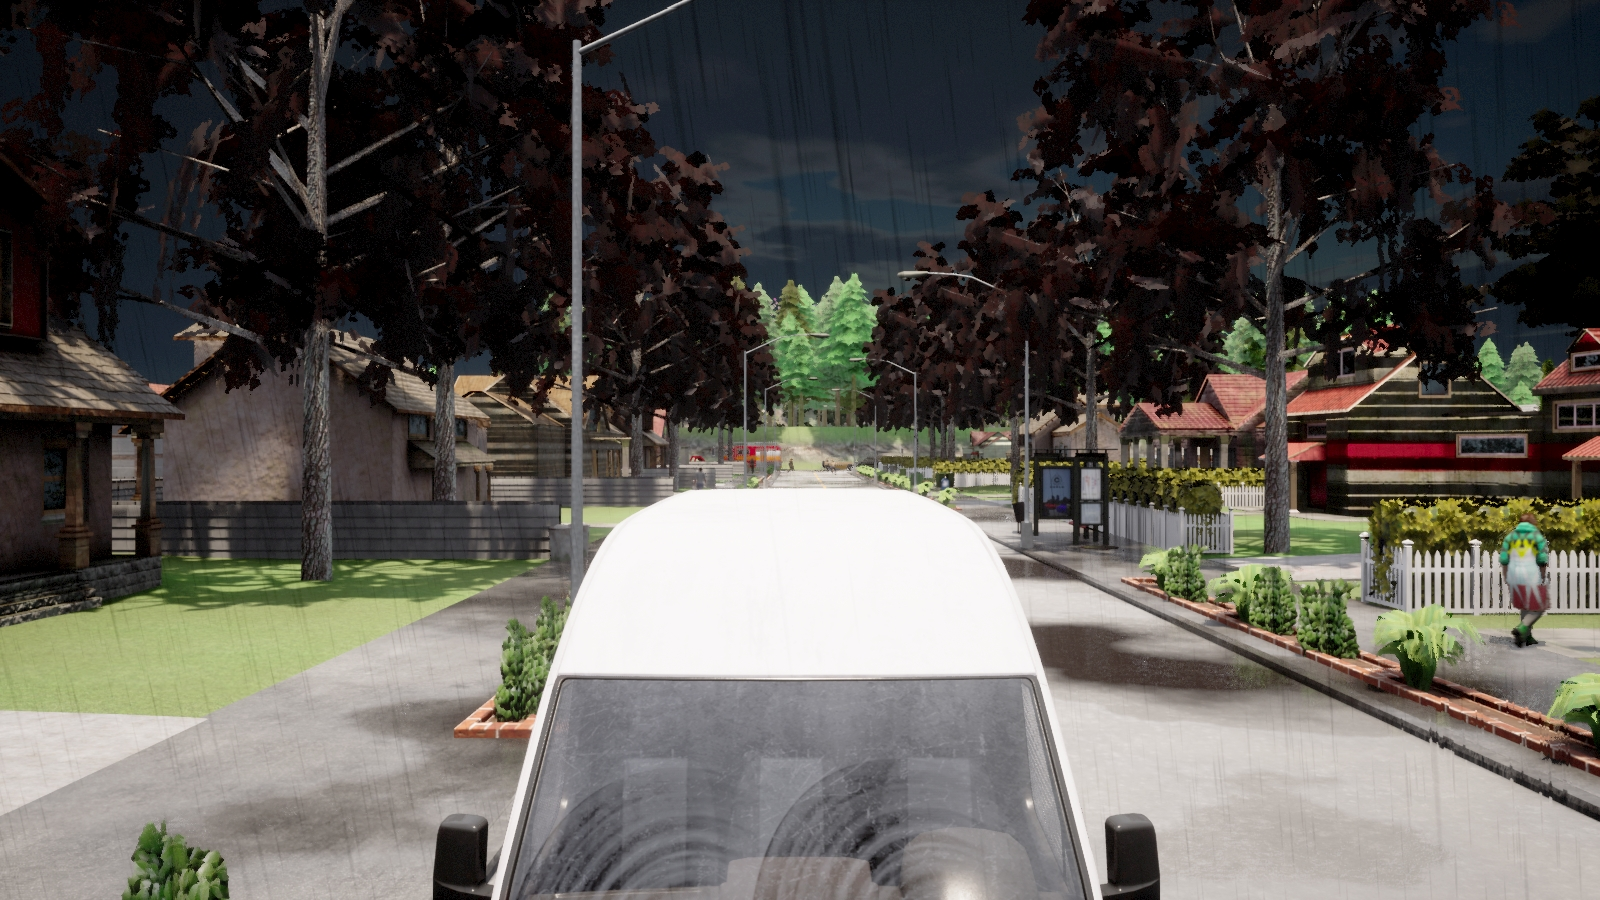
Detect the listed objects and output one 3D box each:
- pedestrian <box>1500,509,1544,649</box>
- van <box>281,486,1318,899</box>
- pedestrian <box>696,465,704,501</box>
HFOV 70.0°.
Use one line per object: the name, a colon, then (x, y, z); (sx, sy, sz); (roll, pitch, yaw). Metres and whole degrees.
pedestrian: (9.881, 1.744, 15.642); (0.375, 1.860, 0.375); (0, 0, -31)
van: (-0.006, 1.534, 5.149); (1.988, 2.561, 5.915); (0, 0, 0)
pedestrian: (-5.231, 1.743, 59.931); (0.375, 1.860, 0.375); (0, 0, 3)
